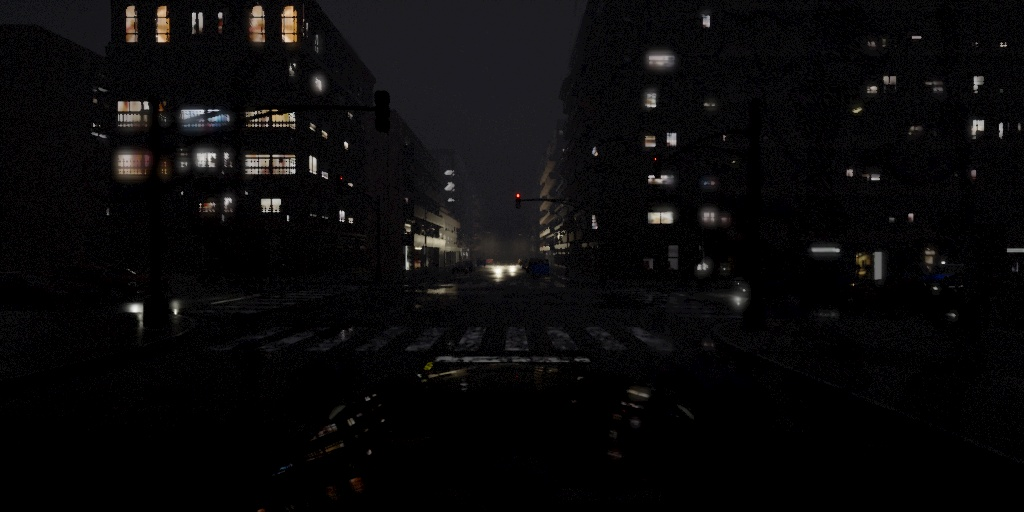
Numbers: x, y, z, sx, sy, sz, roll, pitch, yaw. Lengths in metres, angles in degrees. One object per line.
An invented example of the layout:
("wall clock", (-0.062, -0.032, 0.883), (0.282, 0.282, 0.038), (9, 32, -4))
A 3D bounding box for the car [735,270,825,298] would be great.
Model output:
("car", (14.955, 1.453, 18.987), (5.357, 1.411, 2.033), (1, 0, 0))

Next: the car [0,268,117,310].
("car", (-17.756, 1.215, 13.212), (4.207, 1.307, 1.802), (0, 0, 0))

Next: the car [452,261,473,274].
("car", (-5.888, 1.358, 41.490), (1.802, 1.307, 4.207), (0, 0, 0))

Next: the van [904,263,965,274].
("van", (26.071, 1.343, 21.558), (3.998, 1.789, 1.690), (0, 0, 0))

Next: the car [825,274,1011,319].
("car", (14.696, 1.498, 13.194), (4.507, 1.381, 1.888), (0, 0, 0))

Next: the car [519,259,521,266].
("car", (2.615, 1.252, 58.012), (1.967, 1.591, 4.097), (0, 0, 0))

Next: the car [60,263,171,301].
("car", (-18.007, 1.086, 15.794), (5.008, 1.535, 1.882), (1, 0, 0))

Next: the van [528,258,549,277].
("van", (2.774, 1.109, 35.954), (1.690, 1.789, 3.998), (0, 0, 0))

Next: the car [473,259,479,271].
("car", (-5.895, 1.352, 47.012), (1.948, 1.339, 4.313), (0, 0, 0))

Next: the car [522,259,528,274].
("car", (2.678, 1.091, 41.451), (2.192, 1.841, 5.009), (0, 0, 0))

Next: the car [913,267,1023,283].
("car", (24.865, 1.516, 18.981), (4.892, 1.490, 1.837), (1, 0, 0))
